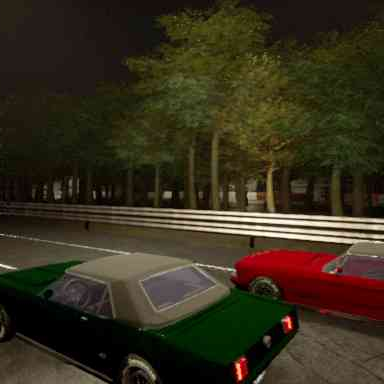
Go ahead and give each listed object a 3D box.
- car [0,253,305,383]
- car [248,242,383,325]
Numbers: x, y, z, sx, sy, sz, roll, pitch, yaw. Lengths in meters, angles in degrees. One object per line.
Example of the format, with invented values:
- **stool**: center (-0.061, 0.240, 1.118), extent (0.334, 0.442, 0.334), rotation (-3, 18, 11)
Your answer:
- **car**: center (-1.104, 1.580, 4.724), extent (4.718, 1.301, 1.895), rotation (0, 0, 35)
- **car**: center (3.114, 1.592, 6.039), extent (4.718, 1.301, 1.895), rotation (0, 0, 35)
